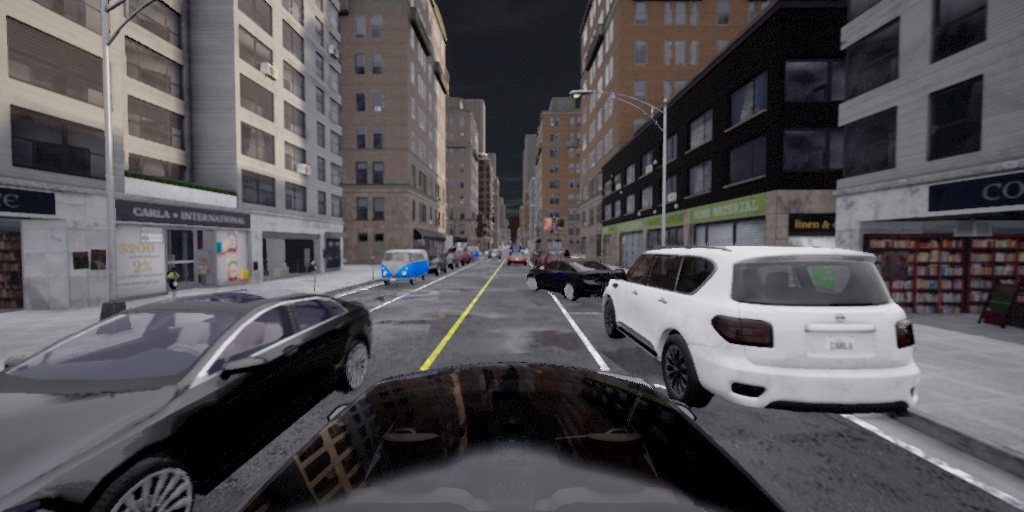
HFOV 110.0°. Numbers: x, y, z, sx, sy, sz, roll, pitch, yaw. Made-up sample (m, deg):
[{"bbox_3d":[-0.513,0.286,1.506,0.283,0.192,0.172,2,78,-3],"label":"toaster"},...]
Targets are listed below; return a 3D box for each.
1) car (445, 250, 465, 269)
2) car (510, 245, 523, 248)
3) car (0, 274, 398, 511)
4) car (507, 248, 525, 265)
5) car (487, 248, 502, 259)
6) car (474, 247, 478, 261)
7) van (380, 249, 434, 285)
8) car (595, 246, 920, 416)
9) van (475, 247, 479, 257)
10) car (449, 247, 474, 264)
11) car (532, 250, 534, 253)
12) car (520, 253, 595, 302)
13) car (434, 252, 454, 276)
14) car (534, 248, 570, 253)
[{"bbox_3d":[-5.512,0.403,30.385,1.948,1.339,4.313,0,0,1],"label":"car"},{"bbox_3d":[0.595,-0.550,49.633,2.150,2.045,5.566,0,2,2],"label":"car"},{"bbox_3d":[-3.079,1.177,3.638,2.128,1.511,4.902,0,2,1],"label":"car"},{"bbox_3d":[0.520,0.191,37.158,1.994,1.385,4.181,0,2,1],"label":"car"},{"bbox_3d":[-2.407,-0.321,50.928,2.128,1.511,4.902,0,2,1],"label":"car"},{"bbox_3d":[-5.376,0.027,41.550,1.888,1.381,4.507,0,0,1],"label":"car"},{"bbox_3d":[-5.648,0.533,19.219,1.690,1.789,3.998,0,0,1],"label":"van"},{"bbox_3d":[3.158,0.842,6.096,2.150,2.045,5.566,0,2,1],"label":"car"},{"bbox_3d":[-5.308,-0.356,47.133,1.690,1.789,3.998,0,0,1],"label":"van"},{"bbox_3d":[-5.444,-0.026,35.967,2.192,1.841,5.009,0,0,1],"label":"car"},{"bbox_3d":[3.013,0.398,30.287,2.007,1.370,4.403,0,0,1],"label":"car"},{"bbox_3d":[2.351,0.825,14.537,1.882,1.535,5.008,-1,2,-23],"label":"car"},{"bbox_3d":[-5.580,0.581,24.802,1.948,1.339,4.313,0,0,1],"label":"car"},{"bbox_3d":[2.945,0.340,24.704,2.192,1.841,5.009,0,0,1],"label":"car"}]
